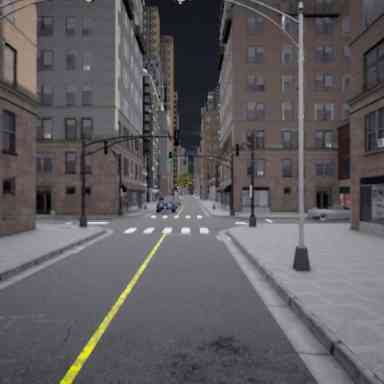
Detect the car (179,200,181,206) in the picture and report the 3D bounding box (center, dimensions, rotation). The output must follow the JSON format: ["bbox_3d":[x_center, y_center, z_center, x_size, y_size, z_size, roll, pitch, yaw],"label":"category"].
[{"bbox_3d":[-3.132,1.886,51.545,2.033,1.411,5.357,0,0,0],"label":"car"}]

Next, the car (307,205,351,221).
[{"bbox_3d":[12.327,1.767,28.281,4.718,1.301,1.895,0,-1,0],"label":"car"}]

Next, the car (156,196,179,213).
[{"bbox_3d":[-3.132,1.491,41.187,2.150,2.045,5.566,0,0,-1],"label":"car"}]

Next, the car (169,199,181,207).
[{"bbox_3d":[-3.093,1.975,62.182,1.994,1.385,4.181,0,0,1],"label":"car"}]
